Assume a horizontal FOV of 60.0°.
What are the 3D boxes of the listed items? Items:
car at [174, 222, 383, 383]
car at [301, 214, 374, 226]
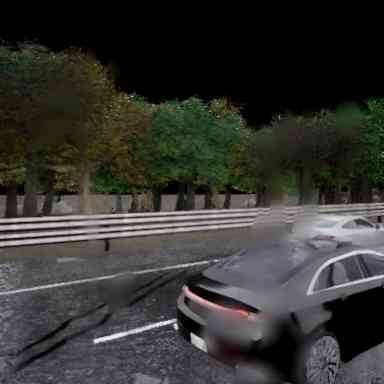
[{"bbox_3d":[2.065,1.484,5.159,4.902,1.511,2.128,0,0,-35],"label":"car"},{"bbox_3d":[5.348,1.504,11.685,4.674,1.442,1.812,0,0,-34],"label":"car"}]
